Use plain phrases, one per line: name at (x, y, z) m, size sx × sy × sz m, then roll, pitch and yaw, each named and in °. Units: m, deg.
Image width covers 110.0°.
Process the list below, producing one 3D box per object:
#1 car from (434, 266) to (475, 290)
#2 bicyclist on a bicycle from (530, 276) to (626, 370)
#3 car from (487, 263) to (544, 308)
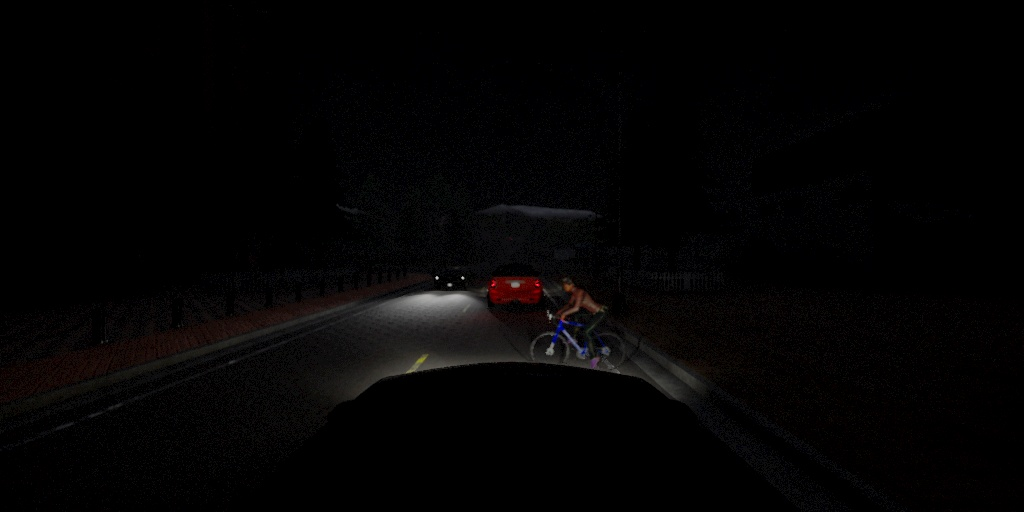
car at (-3.454, 1.293, 22.197) m, size 1.895 × 1.301 × 4.718 m, roll 0°, pitch 0°, yaw 0°
bicyclist on a bicycle at (1.129, 1.167, 6.108) m, size 1.656 × 1.620 × 0.582 m, roll 0°, pitch 0°, yaw 0°
car at (0.132, 1.064, 15.054) m, size 2.097 × 1.767 × 4.553 m, roll 0°, pitch 0°, yaw 0°
